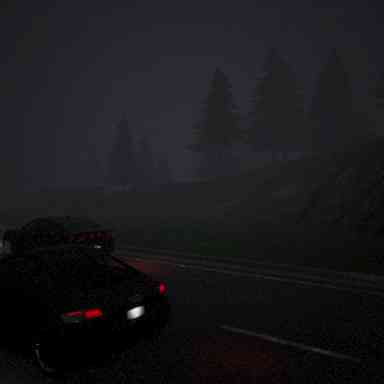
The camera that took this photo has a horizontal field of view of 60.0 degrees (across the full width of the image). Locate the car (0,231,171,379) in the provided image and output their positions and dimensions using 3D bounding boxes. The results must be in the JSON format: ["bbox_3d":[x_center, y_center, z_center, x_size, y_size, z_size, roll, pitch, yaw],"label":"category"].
[{"bbox_3d":[-2.397,1.616,5.632,4.181,1.385,1.994,-1,0,35],"label":"car"}]

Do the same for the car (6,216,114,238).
[{"bbox_3d":[-4.851,1.587,11.831,5.008,1.535,1.882,-1,0,38],"label":"car"}]
